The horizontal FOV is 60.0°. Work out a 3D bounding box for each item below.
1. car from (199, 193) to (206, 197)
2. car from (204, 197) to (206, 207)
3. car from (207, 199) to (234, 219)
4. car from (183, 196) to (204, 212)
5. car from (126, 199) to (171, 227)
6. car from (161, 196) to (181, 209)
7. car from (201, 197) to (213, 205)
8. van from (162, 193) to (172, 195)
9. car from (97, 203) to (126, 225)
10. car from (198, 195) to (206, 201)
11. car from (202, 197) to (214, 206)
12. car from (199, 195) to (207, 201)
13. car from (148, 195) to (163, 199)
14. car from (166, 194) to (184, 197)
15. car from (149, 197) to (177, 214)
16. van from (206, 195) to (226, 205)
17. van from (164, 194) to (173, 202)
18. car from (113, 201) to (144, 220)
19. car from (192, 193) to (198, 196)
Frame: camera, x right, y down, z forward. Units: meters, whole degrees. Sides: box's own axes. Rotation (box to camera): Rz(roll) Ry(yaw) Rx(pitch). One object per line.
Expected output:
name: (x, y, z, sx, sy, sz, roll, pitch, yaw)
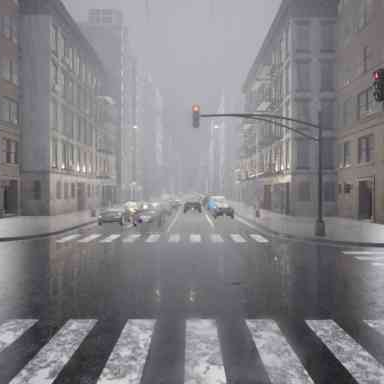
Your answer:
car: (2.644, 1.312, 50.573, 2.192, 1.841, 5.009, 0, 0, 0)
car: (2.641, 1.579, 39.760, 1.802, 1.307, 4.206, 0, 0, 0)
car: (2.639, 1.549, 28.948, 2.008, 1.369, 4.403, 0, 0, 0)
car: (0.078, 1.502, 38.000, 1.837, 1.490, 4.892, 0, 0, 0)
car: (-2.849, 1.490, 22.909, 2.128, 1.511, 4.902, 0, 0, 0)
car: (-2.835, 1.561, 42.806, 1.994, 1.385, 4.181, 0, 0, 1)
car: (2.647, 1.548, 61.385, 2.008, 1.369, 4.403, 0, 0, 0)
van: (-5.431, 1.338, 66.790, 1.690, 1.788, 3.998, 0, 0, 0)
car: (-5.391, 1.549, 23.540, 2.008, 1.369, 4.403, 0, 0, 0)
car: (2.654, 1.562, 88.416, 1.947, 1.339, 4.313, 0, 0, 0)
car: (2.646, 1.563, 55.979, 1.947, 1.339, 4.313, 0, 0, 0)
car: (2.653, 1.541, 83.010, 1.887, 1.381, 4.507, 0, 0, 0)
car: (-5.411, 1.437, 45.166, 1.967, 1.590, 4.097, 0, 0, 0)
car: (-2.798, 1.475, 53.060, 1.882, 1.535, 5.008, 0, 0, 1)
car: (-2.845, 1.545, 32.792, 2.033, 1.411, 5.357, 0, 0, 0)
van: (2.640, 1.339, 34.354, 1.690, 1.788, 3.998, 0, 0, 0)
van: (-5.441, 1.338, 77.603, 1.690, 1.788, 3.998, 0, 0, 0)
car: (-5.396, 1.523, 28.777, 1.752, 1.417, 4.829, 0, 0, 0)
car: (0.101, 1.488, 67.414, 2.128, 1.511, 4.902, 0, 0, 0)
